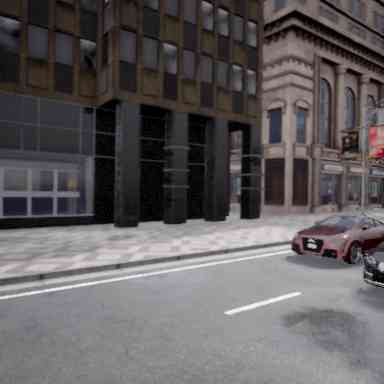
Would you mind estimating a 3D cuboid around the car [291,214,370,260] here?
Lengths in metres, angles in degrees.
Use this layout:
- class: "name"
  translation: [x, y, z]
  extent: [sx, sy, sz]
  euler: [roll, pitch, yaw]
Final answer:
- class: "car"
  translation: [5.363, 1.493, 11.514]
  extent: [4.181, 1.385, 1.994]
  euler: [0, 1, -36]

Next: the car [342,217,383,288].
- class: "car"
  translation: [6.030, 1.456, 7.995]
  extent: [4.902, 1.511, 2.128]
  euler: [0, 1, -36]
